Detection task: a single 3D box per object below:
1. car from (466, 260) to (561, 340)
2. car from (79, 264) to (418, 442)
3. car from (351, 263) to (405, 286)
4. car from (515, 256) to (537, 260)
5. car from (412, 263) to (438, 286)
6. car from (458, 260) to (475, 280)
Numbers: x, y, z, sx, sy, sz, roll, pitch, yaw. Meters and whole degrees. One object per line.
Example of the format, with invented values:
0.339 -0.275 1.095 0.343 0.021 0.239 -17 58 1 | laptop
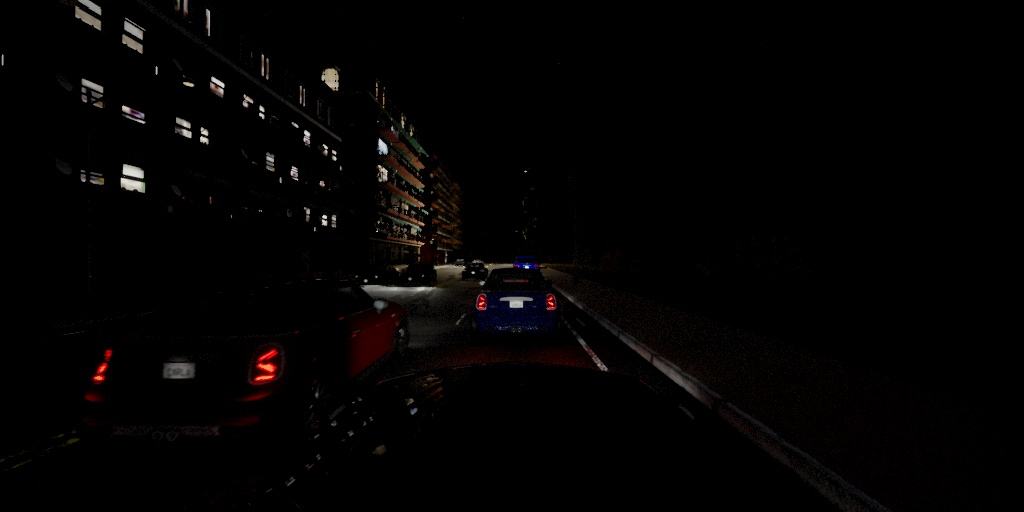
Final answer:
0.103 1.104 10.162 2.097 1.767 4.553 0 0 0 | car
-3.150 1.103 5.519 2.097 1.767 4.553 0 0 0 | car
-9.837 1.301 26.782 2.033 1.411 5.357 0 0 0 | car
1.151 0.979 30.115 2.150 2.045 5.566 0 0 0 | car
-6.590 1.258 25.579 1.837 1.490 4.892 0 0 0 | car
-3.134 1.317 30.966 1.994 1.385 4.181 0 0 0 | car
